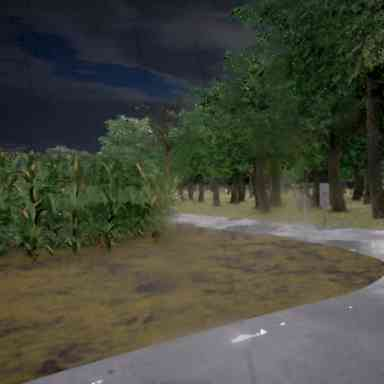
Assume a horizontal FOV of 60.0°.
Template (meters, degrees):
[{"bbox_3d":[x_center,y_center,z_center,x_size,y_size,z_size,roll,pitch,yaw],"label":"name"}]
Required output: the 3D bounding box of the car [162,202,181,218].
[{"bbox_3d":[-2.962,1.869,35.948,2.097,1.767,4.553,-1,0,-28],"label":"car"}]
